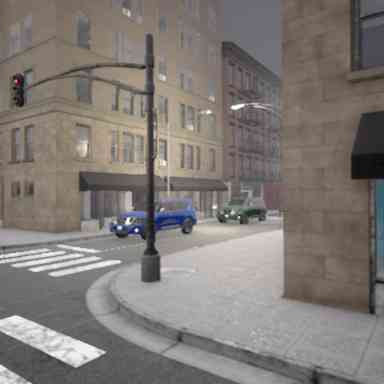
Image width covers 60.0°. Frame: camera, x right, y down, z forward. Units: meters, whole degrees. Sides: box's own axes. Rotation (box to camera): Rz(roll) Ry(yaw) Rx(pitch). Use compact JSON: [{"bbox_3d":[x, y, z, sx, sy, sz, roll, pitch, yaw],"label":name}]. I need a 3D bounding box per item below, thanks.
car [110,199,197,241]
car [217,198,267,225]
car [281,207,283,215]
[{"bbox_3d":[-1.929,1.410,18.464,2.150,2.045,5.566,-1,-1,35],"label":"car"},{"bbox_3d":[4.169,1.474,27.030,2.150,2.045,5.566,-1,-1,35],"label":"car"},{"bbox_3d":[11.589,1.923,37.423,1.895,1.301,4.718,-1,-1,36],"label":"car"}]
